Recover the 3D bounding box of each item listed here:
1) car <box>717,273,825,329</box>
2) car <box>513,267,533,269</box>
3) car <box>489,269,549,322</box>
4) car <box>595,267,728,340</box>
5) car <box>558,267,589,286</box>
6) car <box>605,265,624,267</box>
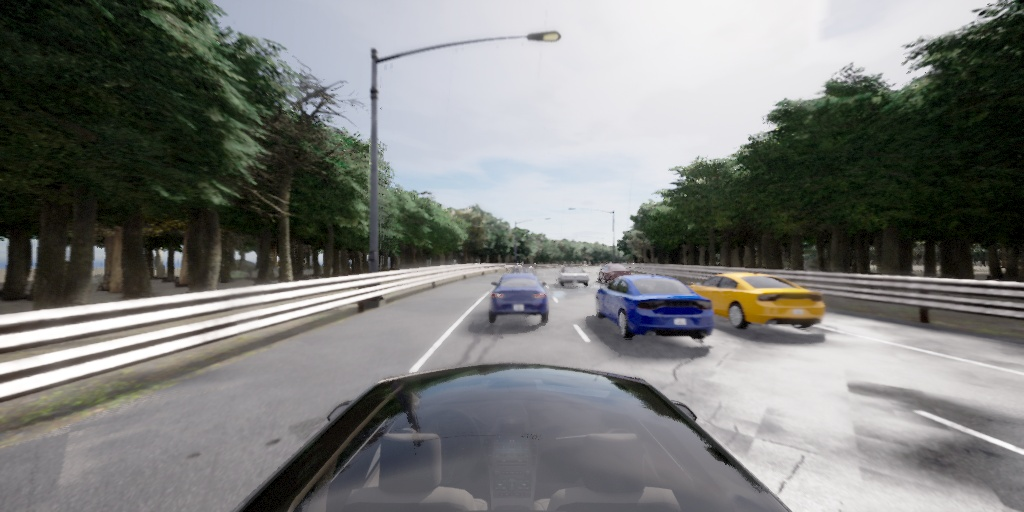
[{"bbox_3d":[7.214,1.267,11.434,1.882,1.535,5.008,0,-1,2],"label":"car"},{"bbox_3d":[0.837,1.440,26.104,1.895,1.301,4.718,0,0,4],"label":"car"},{"bbox_3d":[0.240,1.309,12.309,1.812,1.442,4.674,0,-1,1],"label":"car"},{"bbox_3d":[3.668,1.258,10.138,1.882,1.535,5.008,0,0,2],"label":"car"},{"bbox_3d":[4.333,1.442,25.937,1.895,1.301,4.718,0,0,4],"label":"car"},{"bbox_3d":[8.008,1.387,28.232,1.812,1.442,4.674,0,0,4],"label":"car"}]
